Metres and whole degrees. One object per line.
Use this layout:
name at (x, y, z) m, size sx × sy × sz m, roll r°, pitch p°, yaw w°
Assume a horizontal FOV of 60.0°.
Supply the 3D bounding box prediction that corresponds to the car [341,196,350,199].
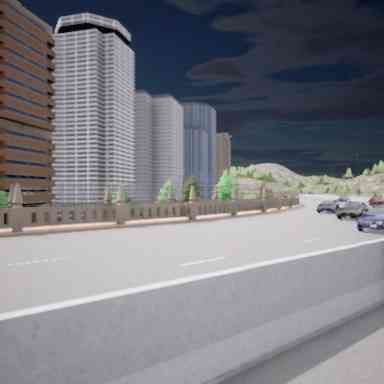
car at (30.280, 1.542, 65.934) m, size 1.812 × 1.442 × 4.674 m, roll 0°, pitch 0°, yaw 14°

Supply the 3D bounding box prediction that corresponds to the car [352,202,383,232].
car at (11.148, 1.547, 19.380) m, size 1.812 × 1.442 × 4.674 m, roll 0°, pitch 0°, yaw 41°

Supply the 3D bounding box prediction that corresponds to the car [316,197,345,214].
car at (14.855, 1.603, 35.952) m, size 2.033 × 1.411 × 5.357 m, roll 0°, pitch 0°, yaw 31°

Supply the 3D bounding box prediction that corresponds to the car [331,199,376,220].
car at (13.628, 1.584, 27.889) m, size 2.033 × 1.411 × 5.357 m, roll 0°, pitch 0°, yaw 36°

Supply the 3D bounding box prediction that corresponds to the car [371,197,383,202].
car at (31.269, 1.534, 55.962) m, size 1.882 × 1.535 × 5.008 m, roll 0°, pitch 0°, yaw 17°
